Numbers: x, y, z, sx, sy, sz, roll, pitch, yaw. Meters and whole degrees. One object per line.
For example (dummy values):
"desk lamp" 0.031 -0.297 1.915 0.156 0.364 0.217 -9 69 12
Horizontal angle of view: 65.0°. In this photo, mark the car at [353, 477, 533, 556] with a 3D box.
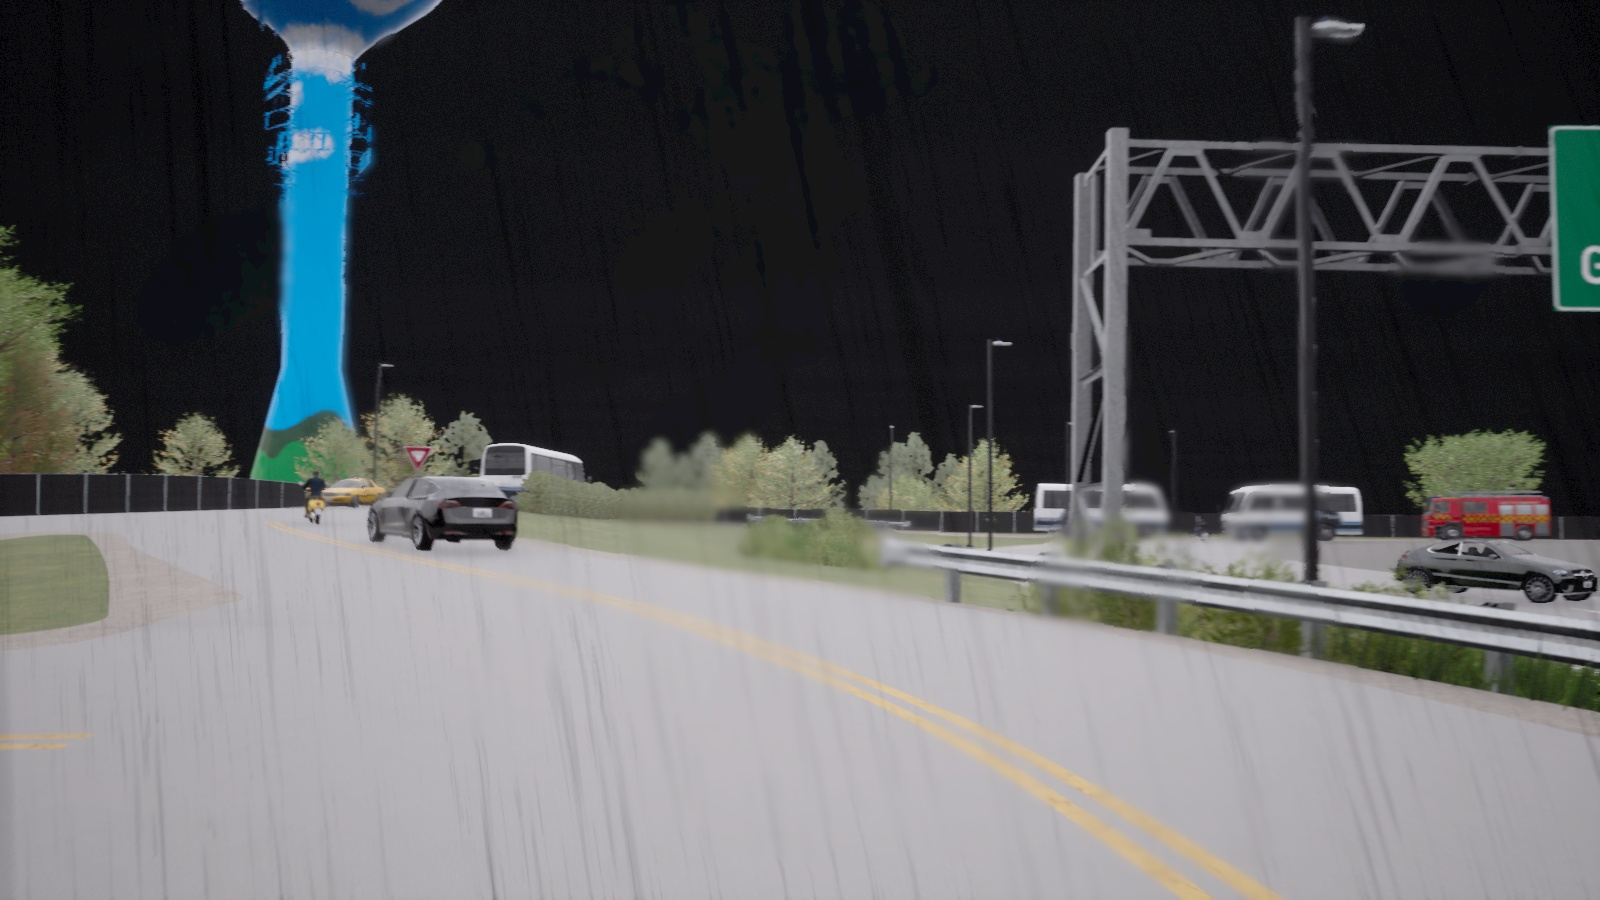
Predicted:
"car" -7.652 1.351 26.554 2.163 1.488 4.792 2 -2 -35

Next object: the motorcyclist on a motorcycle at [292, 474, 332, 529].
"motorcyclist on a motorcycle" -14.521 1.513 37.360 0.866 1.590 1.817 2 -2 -28

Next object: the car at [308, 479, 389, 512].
"car" -22.495 2.265 62.828 1.801 1.575 5.366 0 -2 4

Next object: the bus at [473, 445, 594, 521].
"bus" -17.217 2.318 82.222 3.944 4.253 10.273 -1 -5 11

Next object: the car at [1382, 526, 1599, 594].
"car" 19.309 3.016 35.218 2.152 1.651 5.027 2 -3 -34
